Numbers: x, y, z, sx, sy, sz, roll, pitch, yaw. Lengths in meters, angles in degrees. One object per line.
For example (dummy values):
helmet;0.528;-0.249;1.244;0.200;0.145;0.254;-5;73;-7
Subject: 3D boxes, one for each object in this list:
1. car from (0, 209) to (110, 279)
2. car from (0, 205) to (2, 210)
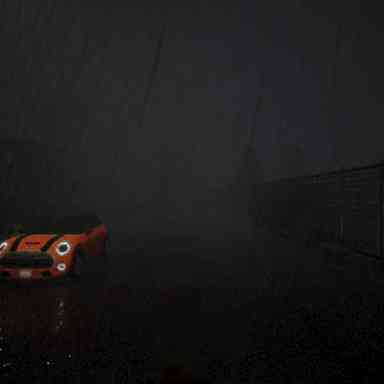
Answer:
car;-4.078;1.457;10.412;2.097;1.767;4.553;0;-1;0
car;-17.279;1.399;26.567;3.633;1.501;1.845;0;-1;0
